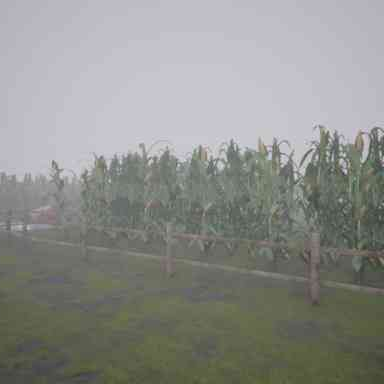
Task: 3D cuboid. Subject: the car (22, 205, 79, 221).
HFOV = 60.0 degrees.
[{"bbox_3d":[-11.048,1.684,26.183,1.994,1.385,4.181,-1,-1,36],"label":"car"}]
